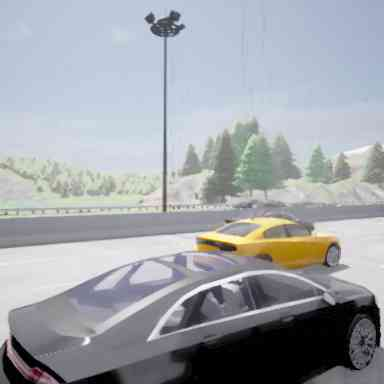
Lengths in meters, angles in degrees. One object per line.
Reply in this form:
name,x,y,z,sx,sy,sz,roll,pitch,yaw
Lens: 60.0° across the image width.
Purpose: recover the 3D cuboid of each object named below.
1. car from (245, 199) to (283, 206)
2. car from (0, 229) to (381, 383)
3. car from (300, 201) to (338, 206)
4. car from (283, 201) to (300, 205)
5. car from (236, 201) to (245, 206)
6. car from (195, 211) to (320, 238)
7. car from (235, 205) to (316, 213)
car,9.391,1.621,40.780,4.902,1.511,2.128,0,0,-35
car,0.428,1.502,4.054,4.902,1.511,2.128,0,0,-35
car,14.040,1.731,35.498,4.718,1.301,1.895,0,0,-35
car,13.227,1.701,39.206,4.181,1.385,1.994,0,0,-35
car,7.810,1.657,43.946,4.674,1.442,1.812,0,0,-35
car,2.364,1.508,9.733,5.008,1.535,1.882,0,0,-36
car,3.535,1.538,14.869,4.902,1.511,2.128,0,0,-36
